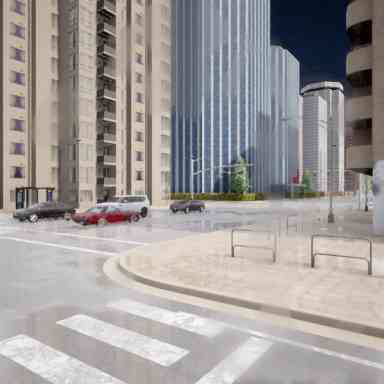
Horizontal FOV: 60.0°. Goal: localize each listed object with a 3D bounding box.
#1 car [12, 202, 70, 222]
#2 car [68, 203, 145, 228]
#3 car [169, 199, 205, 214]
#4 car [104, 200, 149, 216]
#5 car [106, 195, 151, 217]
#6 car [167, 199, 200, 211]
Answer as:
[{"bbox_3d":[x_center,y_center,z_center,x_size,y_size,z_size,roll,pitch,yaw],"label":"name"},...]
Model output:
[{"bbox_3d":[-11.862,1.560,26.917,1.837,1.490,4.892,0,0,36],"label":"car"},{"bbox_3d":[-5.752,1.656,22.948,1.895,1.301,4.718,0,0,34],"label":"car"},{"bbox_3d":[-0.388,1.560,37.242,1.837,1.490,4.892,0,0,35],"label":"car"},{"bbox_3d":[-6.681,1.581,34.318,1.812,1.442,4.674,0,0,35],"label":"car"},{"bbox_3d":[-6.006,1.277,29.174,2.150,2.045,5.566,0,0,35],"label":"car"},{"bbox_3d":[-1.025,1.619,42.433,1.994,1.385,4.181,0,0,35],"label":"car"}]
